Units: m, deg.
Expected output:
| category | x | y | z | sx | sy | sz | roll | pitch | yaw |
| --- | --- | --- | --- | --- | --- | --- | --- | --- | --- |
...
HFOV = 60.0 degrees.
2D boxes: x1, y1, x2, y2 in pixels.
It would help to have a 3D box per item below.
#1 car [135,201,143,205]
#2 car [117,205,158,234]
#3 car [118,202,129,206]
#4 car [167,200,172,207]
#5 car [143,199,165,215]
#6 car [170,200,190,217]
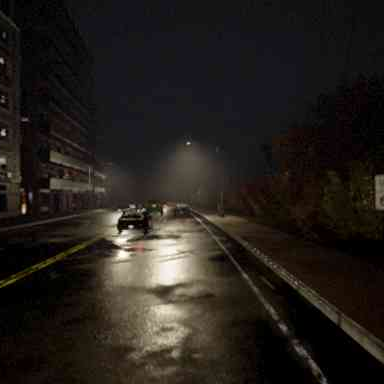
| category | x | y | z | sx | sy | sz | roll | pitch | yaw |
| --- | --- | --- | --- | --- | --- | --- | --- | --- | --- |
| car | -9.997 | 2.514 | 64.743 | 2.128 | 1.511 | 4.902 | 0 | -1 | -5 |
| car | -3.643 | 1.839 | 21.773 | 2.128 | 1.511 | 4.902 | 0 | -1 | -2 |
| car | -13.214 | 2.561 | 64.355 | 2.033 | 1.411 | 5.357 | 0 | -1 | -6 |
| car | -4.701 | 2.621 | 75.628 | 1.882 | 1.535 | 5.008 | 0 | -1 | -7 |
| car | -4.757 | 1.890 | 42.832 | 2.150 | 2.045 | 5.566 | 0 | -1 | -4 |
| car | -1.281 | 2.096 | 39.363 | 2.128 | 1.511 | 4.902 | 0 | -1 | -4 |
